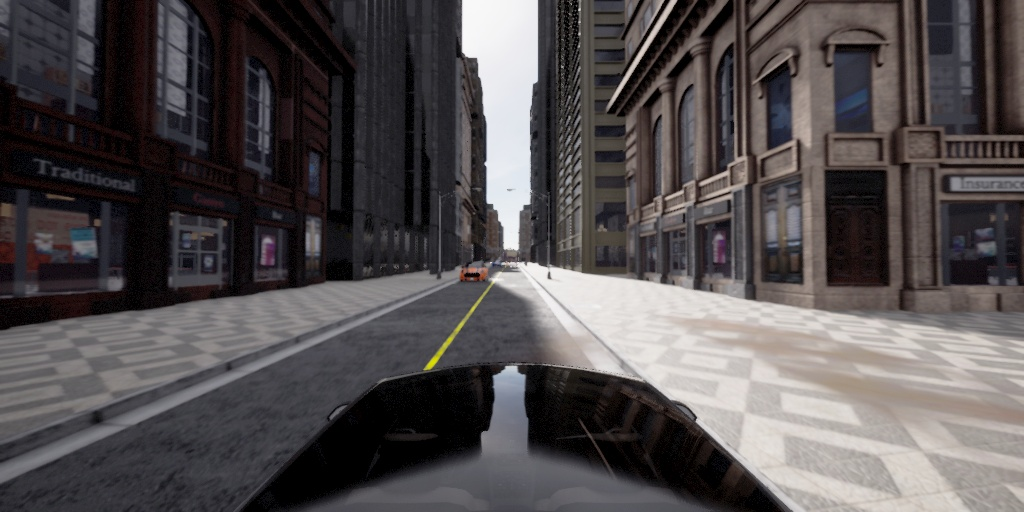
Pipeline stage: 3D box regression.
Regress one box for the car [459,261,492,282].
[{"bbox_3d":[-3.095,1.217,29.951,2.097,1.767,4.553,0,0,0],"label":"car"}]
